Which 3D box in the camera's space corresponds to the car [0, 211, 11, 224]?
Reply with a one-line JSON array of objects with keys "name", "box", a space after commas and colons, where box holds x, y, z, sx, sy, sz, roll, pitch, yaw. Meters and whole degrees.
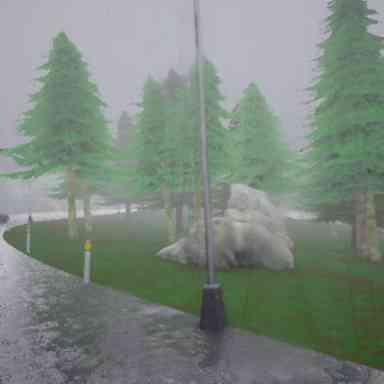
[{"name": "car", "box": [-22.348, 2.974, 37.899, 2.128, 1.511, 4.902, -4, -2, -7]}]
